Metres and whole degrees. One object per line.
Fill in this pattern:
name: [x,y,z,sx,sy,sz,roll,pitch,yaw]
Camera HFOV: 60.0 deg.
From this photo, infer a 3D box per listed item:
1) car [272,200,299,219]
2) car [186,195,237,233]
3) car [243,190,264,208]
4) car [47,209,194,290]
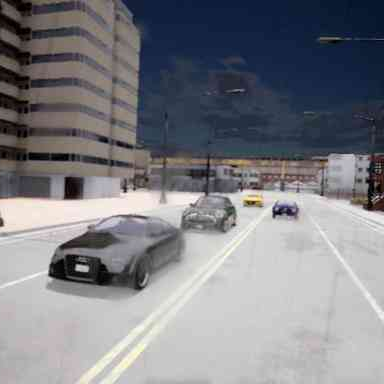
car: [7.323,1.291,25.979,1.895,1.301,4.718,3,1,16]
car: [1.003,0.971,17.146,2.097,1.767,4.553,3,1,16]
car: [6.885,0.869,37.079,1.882,1.535,5.008,3,1,17]
car: [-1.576,1.281,8.380,1.994,1.385,4.181,3,1,16]
